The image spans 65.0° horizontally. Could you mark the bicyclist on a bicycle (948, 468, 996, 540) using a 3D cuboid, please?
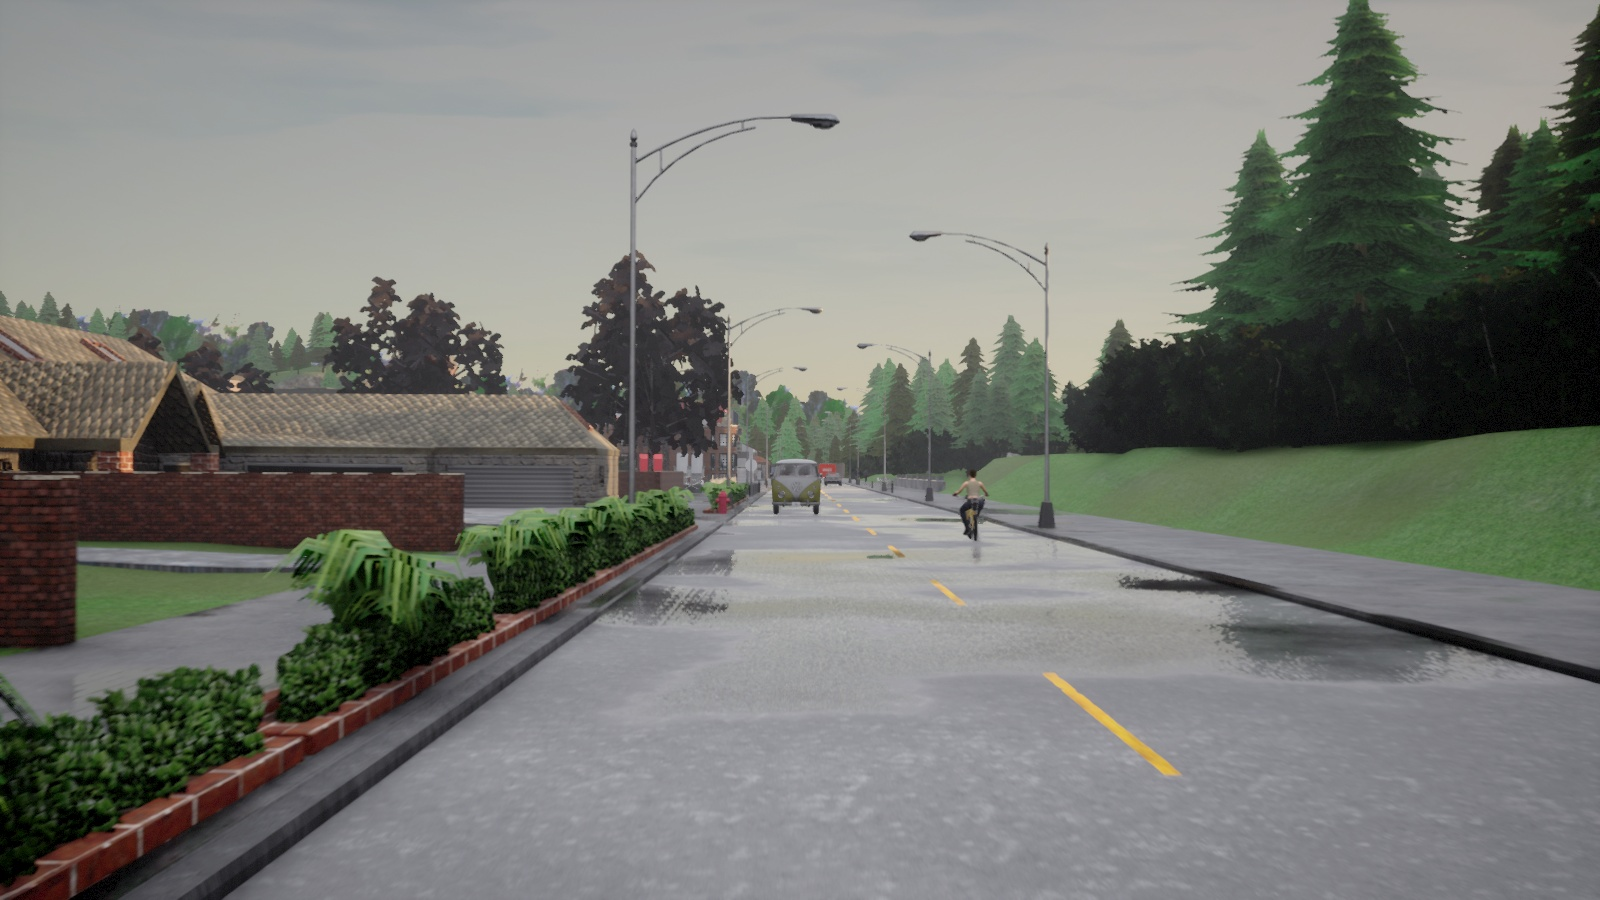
[{"bbox_3d":[3.925,1.217,28.758,0.866,1.612,1.509,0,-1,0],"label":"bicyclist on a bicycle"}]

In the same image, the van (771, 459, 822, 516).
[{"bbox_3d":[-0.127,1.339,46.036,1.775,1.987,4.442,0,-1,0],"label":"van"}]
